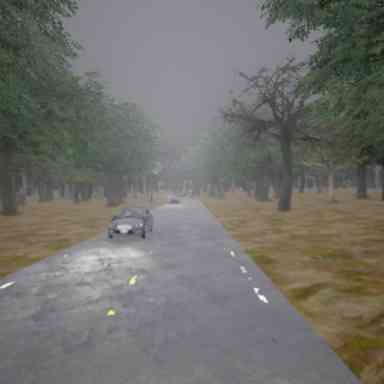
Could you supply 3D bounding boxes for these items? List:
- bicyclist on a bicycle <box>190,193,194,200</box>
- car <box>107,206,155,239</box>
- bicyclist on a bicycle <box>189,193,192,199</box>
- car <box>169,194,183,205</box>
[{"bbox_3d":[0.136,1.258,84.658,0.866,1.612,1.509,0,0,-3],"label":"bicyclist on a bicycle"},{"bbox_3d":[-3.094,1.517,17.618,2.128,1.511,4.902,0,0,0],"label":"car"},{"bbox_3d":[-0.419,1.232,93.683,0.582,1.620,1.656,0,0,-4],"label":"bicyclist on a bicycle"},{"bbox_3d":[-3.026,1.531,59.096,1.895,1.301,4.718,0,0,0],"label":"car"}]
